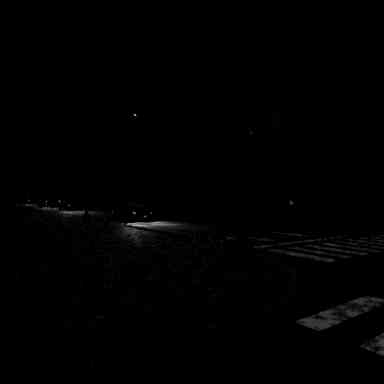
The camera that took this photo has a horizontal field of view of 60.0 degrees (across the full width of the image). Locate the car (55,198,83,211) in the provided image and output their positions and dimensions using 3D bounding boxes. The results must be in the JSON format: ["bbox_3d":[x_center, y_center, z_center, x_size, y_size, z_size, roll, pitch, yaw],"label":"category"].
[{"bbox_3d":[-14.421,1.502,39.366,1.812,1.442,4.674,1,0,-36],"label":"car"}]

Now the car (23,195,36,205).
[{"bbox_3d":[-28.327,1.331,58.751,2.097,1.767,4.553,1,-1,-36],"label":"car"}]

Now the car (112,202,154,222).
[{"bbox_3d":[-4.706,1.492,25.823,1.812,1.442,4.674,1,0,-36],"label":"car"}]

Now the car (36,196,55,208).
[{"bbox_3d":[-20.448,1.314,47.769,2.097,1.767,4.553,1,-1,-36],"label":"car"}]
